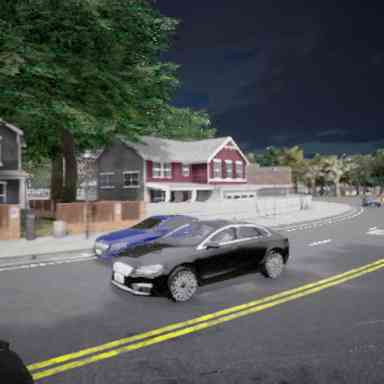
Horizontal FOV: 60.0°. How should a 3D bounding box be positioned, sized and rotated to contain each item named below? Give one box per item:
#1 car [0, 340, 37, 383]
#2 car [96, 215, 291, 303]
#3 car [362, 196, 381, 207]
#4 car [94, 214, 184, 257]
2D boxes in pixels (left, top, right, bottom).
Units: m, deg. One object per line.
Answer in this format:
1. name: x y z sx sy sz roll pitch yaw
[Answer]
1. car: -3.050 1.611 1.266 4.718 1.301 1.895 0 0 -36
2. car: 0.450 1.465 8.263 4.902 1.511 2.128 0 0 -38
3. car: 24.402 1.290 45.291 2.033 1.411 5.357 -1 0 22
4. car: -0.940 1.497 11.285 4.674 1.442 1.812 0 0 -38
